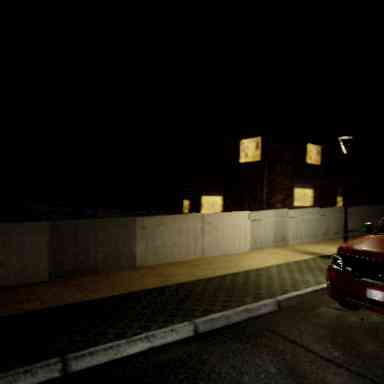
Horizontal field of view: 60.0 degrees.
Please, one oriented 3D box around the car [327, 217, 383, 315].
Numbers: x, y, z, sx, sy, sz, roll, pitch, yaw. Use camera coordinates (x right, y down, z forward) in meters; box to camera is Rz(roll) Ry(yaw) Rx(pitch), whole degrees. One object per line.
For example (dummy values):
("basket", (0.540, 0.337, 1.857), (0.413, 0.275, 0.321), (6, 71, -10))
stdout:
("car", (5.073, 1.221, 6.693), (5.566, 2.045, 2.150), (0, 0, -36))
